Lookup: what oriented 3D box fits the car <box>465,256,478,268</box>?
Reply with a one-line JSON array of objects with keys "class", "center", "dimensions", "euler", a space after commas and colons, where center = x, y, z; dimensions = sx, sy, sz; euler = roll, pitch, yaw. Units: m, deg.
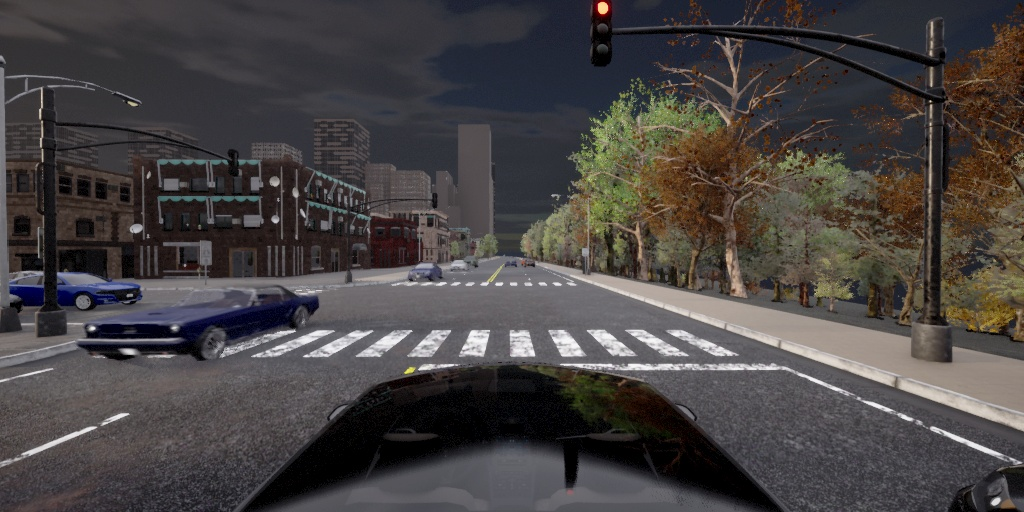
[{"class": "car", "center": [-6.859, 0.949, 59.472], "dimensions": [2.150, 2.045, 5.566], "euler": [0, 0, -1]}]

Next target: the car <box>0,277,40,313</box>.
[{"class": "car", "center": [-19.998, 1.565, 12.493], "dimensions": [4.313, 1.339, 1.948], "euler": [0, 0, 0]}]

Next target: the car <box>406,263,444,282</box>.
[{"class": "car", "center": [-6.905, 1.268, 29.082], "dimensions": [1.812, 1.442, 4.674], "euler": [0, 0, 3]}]

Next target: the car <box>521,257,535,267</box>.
[{"class": "car", "center": [3.052, 1.231, 63.211], "dimensions": [1.837, 1.490, 4.892], "euler": [0, 0, 0]}]

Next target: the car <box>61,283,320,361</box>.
[{"class": "car", "center": [-6.631, 1.351, 8.412], "dimensions": [1.895, 1.301, 4.718], "euler": [0, 0, 0]}]

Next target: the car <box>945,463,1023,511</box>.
[{"class": "car", "center": [3.363, 1.314, 0.173], "dimensions": [1.994, 1.385, 4.181], "euler": [0, 0, -1]}]

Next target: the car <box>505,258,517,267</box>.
[{"class": "car", "center": [-0.203, 1.078, 63.995], "dimensions": [2.097, 1.767, 4.553], "euler": [0, 0, 0]}]

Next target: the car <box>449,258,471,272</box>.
[{"class": "car", "center": [-6.809, 1.260, 46.129], "dimensions": [1.812, 1.442, 4.674], "euler": [0, 0, 0]}]

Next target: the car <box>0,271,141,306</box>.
[{"class": "car", "center": [-18.751, 1.435, 15.209], "dimensions": [5.008, 1.535, 1.882], "euler": [-1, 1, -1]}]
